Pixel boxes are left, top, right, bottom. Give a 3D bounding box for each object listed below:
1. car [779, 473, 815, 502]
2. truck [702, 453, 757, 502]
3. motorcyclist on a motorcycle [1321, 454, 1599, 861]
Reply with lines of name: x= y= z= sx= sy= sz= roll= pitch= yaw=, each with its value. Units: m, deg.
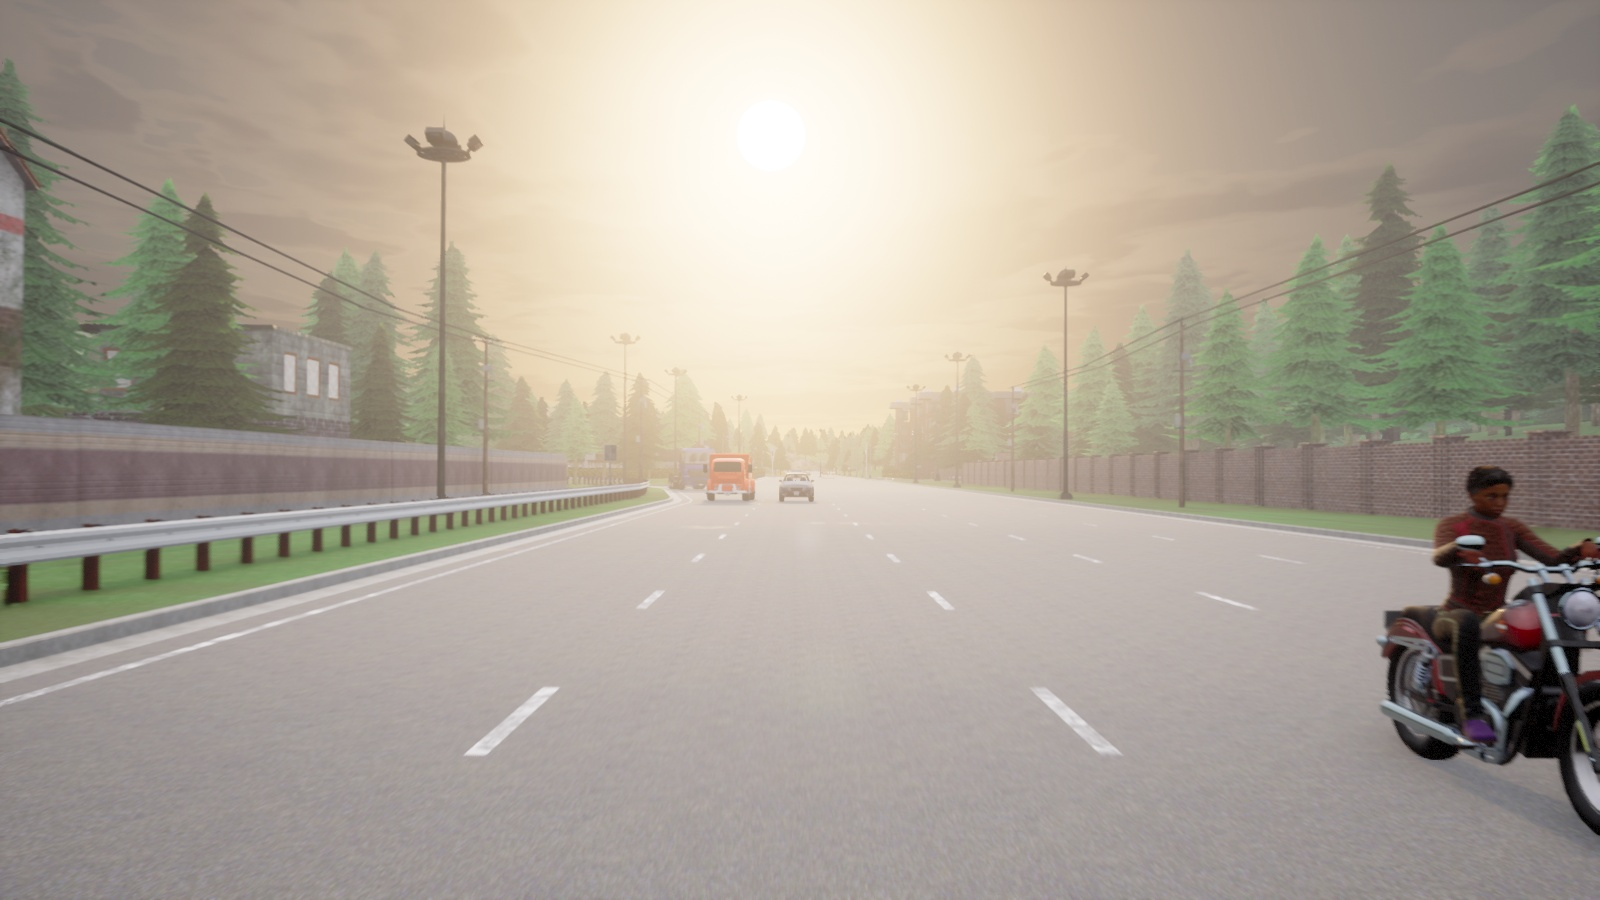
car: x=-0.163 y=1.909 z=64.728 sx=1.816 sy=1.474 sz=4.193 roll=0 pitch=-1 yaw=0
truck: x=-3.669 y=1.449 z=66.326 sx=2.627 sy=2.467 sz=5.204 roll=0 pitch=-1 yaw=0
motorcyclist on a motorcycle: x=3.483 y=0.856 z=6.273 sx=0.766 sy=1.649 sz=2.350 roll=0 pitch=-1 yaw=0
